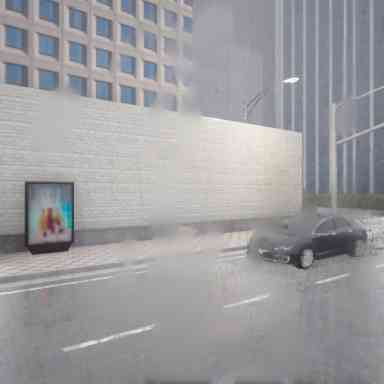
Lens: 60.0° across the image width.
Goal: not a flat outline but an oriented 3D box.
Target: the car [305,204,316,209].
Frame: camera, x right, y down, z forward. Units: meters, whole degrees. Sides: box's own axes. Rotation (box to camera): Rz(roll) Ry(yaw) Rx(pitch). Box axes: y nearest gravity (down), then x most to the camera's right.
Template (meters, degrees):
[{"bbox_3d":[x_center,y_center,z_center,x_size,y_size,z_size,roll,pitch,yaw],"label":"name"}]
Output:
[{"bbox_3d":[9.037,1.533,30.751,1.882,1.535,5.008,0,0,-36],"label":"car"}]

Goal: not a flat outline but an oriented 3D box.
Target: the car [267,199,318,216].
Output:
[{"bbox_3d":[10.417,1.547,34.837,2.128,1.511,4.902,0,0,-36],"label":"car"}]

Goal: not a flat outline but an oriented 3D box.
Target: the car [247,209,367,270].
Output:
[{"bbox_3d":[3.965,1.505,11.115,4.892,1.490,1.837,0,0,-35],"label":"car"}]
